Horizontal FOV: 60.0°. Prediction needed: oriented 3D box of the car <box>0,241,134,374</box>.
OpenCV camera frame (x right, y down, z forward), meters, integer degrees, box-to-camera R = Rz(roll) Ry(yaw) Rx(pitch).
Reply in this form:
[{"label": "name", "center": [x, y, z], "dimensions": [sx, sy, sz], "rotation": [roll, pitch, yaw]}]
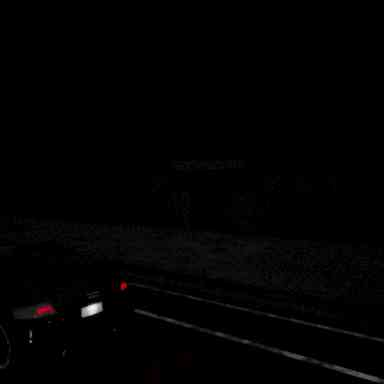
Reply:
[{"label": "car", "center": [-2.988, 1.568, 5.690], "dimensions": [4.181, 1.385, 1.994], "rotation": [0, 0, 35]}]
